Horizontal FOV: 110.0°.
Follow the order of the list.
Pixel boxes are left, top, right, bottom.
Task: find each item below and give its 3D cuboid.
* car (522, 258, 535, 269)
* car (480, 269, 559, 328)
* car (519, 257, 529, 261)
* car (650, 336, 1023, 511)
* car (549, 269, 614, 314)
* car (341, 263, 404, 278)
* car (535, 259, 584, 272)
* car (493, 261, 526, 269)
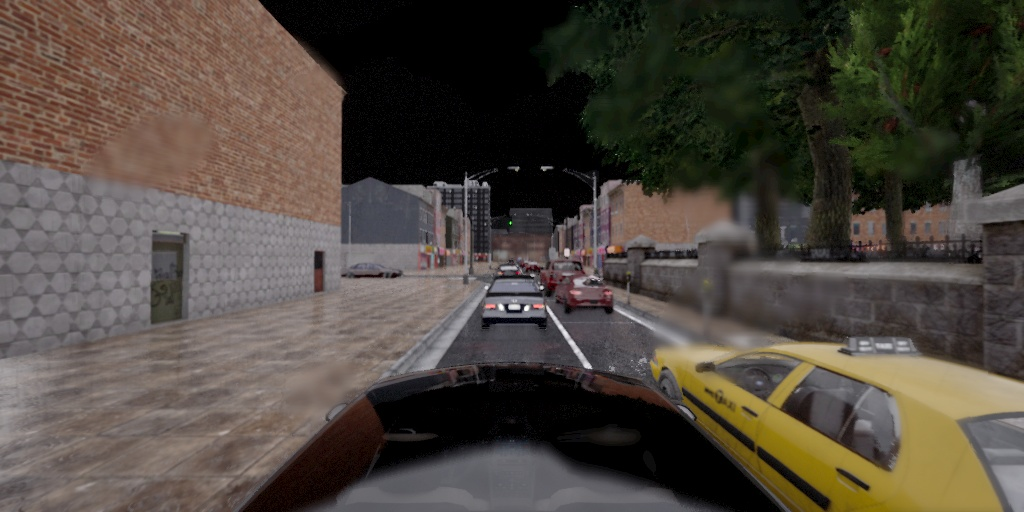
[{"bbox_3d":[2.585,1.334,45.463,1.888,1.381,4.507,0,0,0],"label":"car"},{"bbox_3d":[0.065,1.297,11.295,2.033,1.411,5.357,0,0,0],"label":"car"},{"bbox_3d":[2.565,1.373,61.775,1.888,1.381,4.507,0,0,0],"label":"car"},{"bbox_3d":[2.638,1.275,2.857,1.751,1.417,4.829,0,0,0],"label":"car"},{"bbox_3d":[2.625,1.332,13.585,1.802,1.307,4.207,0,0,0],"label":"car"},{"bbox_3d":[-12.083,1.276,30.560,5.357,1.411,2.033,0,-1,-4],"label":"car"},{"bbox_3d":[2.618,1.068,19.034,2.192,1.841,5.009,0,0,0],"label":"car"},{"bbox_3d":[-0.371,1.284,26.168,1.812,1.442,4.674,0,0,-6],"label":"car"}]
